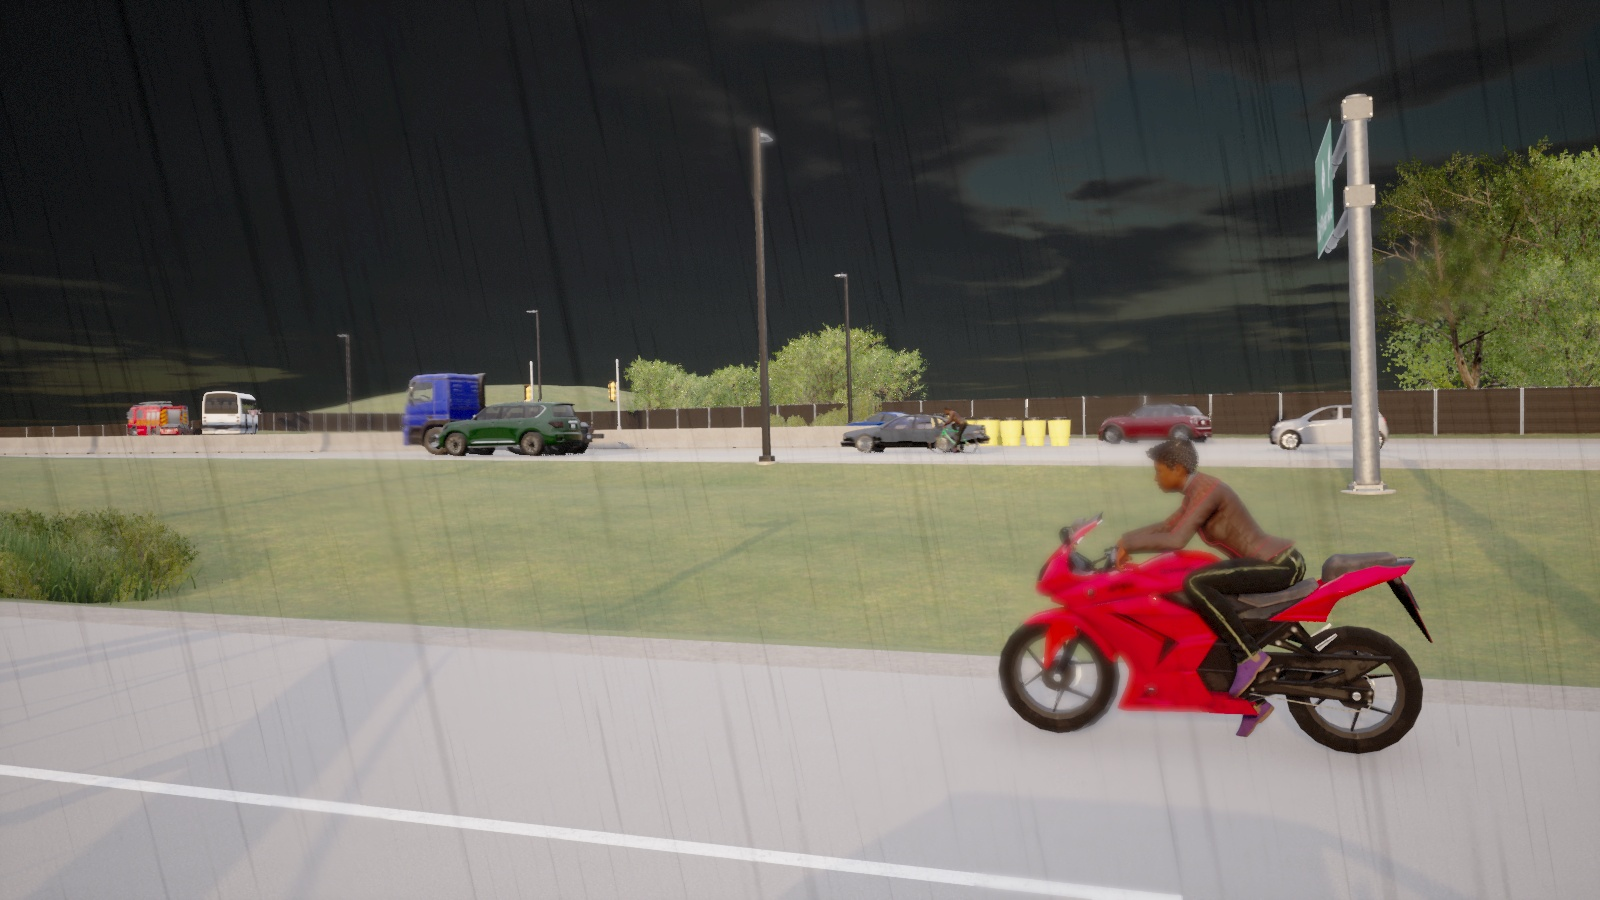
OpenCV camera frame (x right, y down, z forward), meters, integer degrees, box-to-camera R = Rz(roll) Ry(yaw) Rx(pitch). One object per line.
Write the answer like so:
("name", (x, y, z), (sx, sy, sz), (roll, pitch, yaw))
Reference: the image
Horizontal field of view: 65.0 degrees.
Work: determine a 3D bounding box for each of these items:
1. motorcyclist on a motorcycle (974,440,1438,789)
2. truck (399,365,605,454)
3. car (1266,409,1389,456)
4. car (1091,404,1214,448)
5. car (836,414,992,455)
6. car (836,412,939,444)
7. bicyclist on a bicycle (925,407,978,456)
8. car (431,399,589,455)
("motorcyclist on a motorcycle", (1.955, 0.718, 6.226), (2.044, 1.523, 0.797), (0, 1, 19))
("truck", (-12.275, -1.619, 51.771), (7.936, 3.462, 2.891), (0, 1, 19))
("car", (17.355, -0.577, 41.452), (3.633, 1.501, 1.845), (0, 1, 19))
("car", (14.861, -1.006, 53.020), (4.553, 1.767, 2.097), (1, 2, 39))
("car", (4.174, -0.562, 46.050), (5.357, 1.411, 2.033), (0, 1, 19))
("car", (4.314, -1.100, 62.210), (5.008, 1.535, 1.882), (1, 2, 43))
("bicyclist on a bicycle", (5.066, -0.605, 42.031), (1.656, 1.620, 0.582), (0, 1, 19))
("car", (-10.992, -0.865, 47.628), (5.566, 2.045, 2.150), (0, 1, 19))
